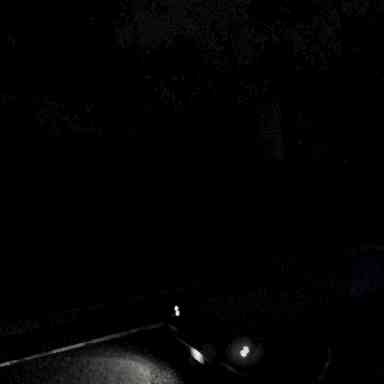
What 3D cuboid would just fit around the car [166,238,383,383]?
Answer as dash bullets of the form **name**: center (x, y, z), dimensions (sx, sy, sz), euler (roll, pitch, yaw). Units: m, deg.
- **car**: center (2.301, 1.517, 5.343), dimensions (5.357, 1.411, 2.033), euler (0, 0, -33)
